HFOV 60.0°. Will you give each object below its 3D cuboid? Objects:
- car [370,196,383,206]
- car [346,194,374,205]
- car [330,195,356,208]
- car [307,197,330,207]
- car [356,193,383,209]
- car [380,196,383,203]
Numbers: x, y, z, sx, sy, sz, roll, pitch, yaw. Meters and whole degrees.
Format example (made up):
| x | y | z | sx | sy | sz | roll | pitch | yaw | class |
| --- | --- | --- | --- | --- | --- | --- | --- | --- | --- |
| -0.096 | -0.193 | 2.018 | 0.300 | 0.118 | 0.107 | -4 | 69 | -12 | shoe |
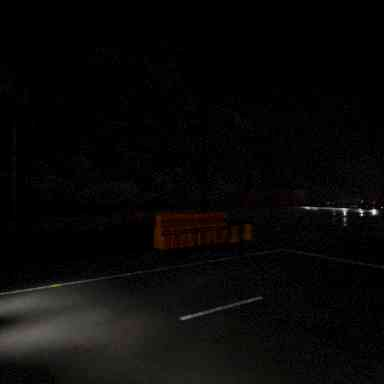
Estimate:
| x | y | z | sx | sy | sz | roll | pitch | yaw | class |
| --- | --- | --- | --- | --- | --- | --- | --- | --- | --- |
| 29.708 | 1.334 | 51.017 | 5.357 | 1.411 | 2.033 | 0 | 0 | -35 | car |
| 26.944 | 1.143 | 53.341 | 4.553 | 1.767 | 2.097 | 0 | 0 | -35 | car |
| 21.059 | 1.360 | 44.846 | 4.674 | 1.442 | 1.812 | 0 | 0 | -36 | car |
| 18.745 | 1.383 | 47.504 | 5.357 | 1.411 | 2.033 | 0 | 0 | -36 | car |
| 23.290 | 1.185 | 42.146 | 4.553 | 1.767 | 2.097 | 0 | 0 | -35 | car |
| 35.790 | 1.339 | 59.569 | 4.718 | 1.301 | 1.895 | 0 | 0 | -36 | car |
